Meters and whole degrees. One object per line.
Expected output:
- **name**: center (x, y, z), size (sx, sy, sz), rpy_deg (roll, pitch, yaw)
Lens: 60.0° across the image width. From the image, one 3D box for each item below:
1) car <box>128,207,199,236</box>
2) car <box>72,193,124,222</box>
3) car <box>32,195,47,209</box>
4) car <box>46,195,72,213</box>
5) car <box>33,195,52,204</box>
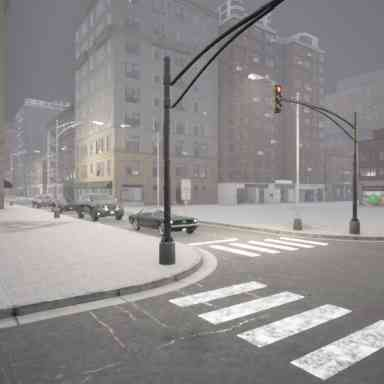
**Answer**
- **car**: center (-1.661, 1.527, 18.151), size (1.895, 1.301, 4.718), rpy_deg (0, 0, -36)
- **car**: center (-7.304, 1.102, 26.054), size (2.150, 2.045, 5.566), rpy_deg (0, 0, -35)
- **car**: center (-19.078, 1.140, 42.648), size (2.097, 1.767, 4.553), rpy_deg (0, 0, -35)
- **car**: center (-13.175, 1.311, 34.312), size (1.882, 1.535, 5.008), rpy_deg (0, 0, -36)
- **car**: center (-25.423, 1.270, 56.545), size (2.033, 1.411, 5.357), rpy_deg (0, 0, -35)
